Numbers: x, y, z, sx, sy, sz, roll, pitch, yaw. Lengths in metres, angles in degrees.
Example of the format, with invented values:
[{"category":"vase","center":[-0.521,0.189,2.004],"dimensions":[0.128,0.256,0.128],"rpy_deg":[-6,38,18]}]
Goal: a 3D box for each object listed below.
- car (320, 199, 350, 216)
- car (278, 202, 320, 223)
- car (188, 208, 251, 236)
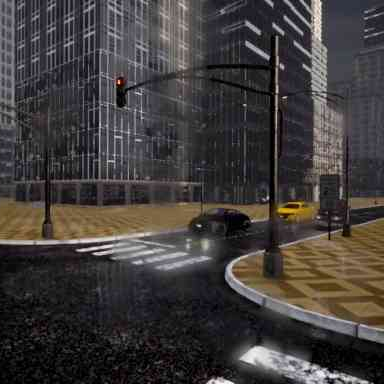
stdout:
[{"category":"car","center":[14.669,1.508,34.452],"dimensions":[2.097,1.767,4.553],"rpy_deg":[1,0,40]},{"category":"car","center":[8.340,1.589,26.977],"dimensions":[1.882,1.535,5.008],"rpy_deg":[1,0,40]},{"category":"car","center":[1.669,1.628,19.093],"dimensions":[1.994,1.385,4.181],"rpy_deg":[1,0,40]}]
